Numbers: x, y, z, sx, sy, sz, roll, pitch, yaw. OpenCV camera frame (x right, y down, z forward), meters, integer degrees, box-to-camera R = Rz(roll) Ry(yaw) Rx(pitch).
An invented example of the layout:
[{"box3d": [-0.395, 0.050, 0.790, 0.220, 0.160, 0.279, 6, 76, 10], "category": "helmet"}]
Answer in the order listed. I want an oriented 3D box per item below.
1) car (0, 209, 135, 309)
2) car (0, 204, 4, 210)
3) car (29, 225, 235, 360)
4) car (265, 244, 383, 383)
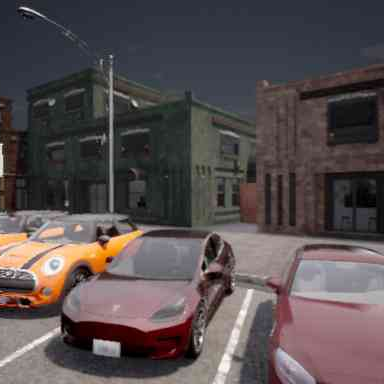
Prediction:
[{"box3d": [-2.807, 1.368, 8.140, 2.185, 1.767, 4.553, 0, -1, 16], "category": "car"}, {"box3d": [-5.246, 1.373, 9.889, 2.185, 1.767, 4.553, 0, -1, 16], "category": "car"}, {"box3d": [-0.386, 1.519, 6.333, 2.163, 1.488, 4.792, 0, -1, 16], "category": "car"}, {"box3d": [2.065, 1.527, 4.617, 2.002, 1.452, 4.674, 1, -1, 16], "category": "car"}]
